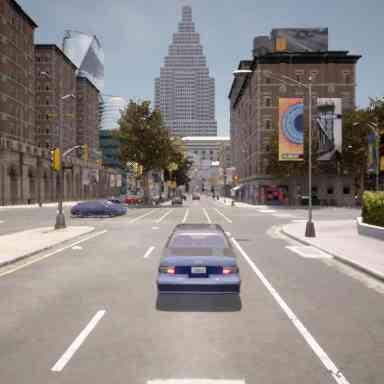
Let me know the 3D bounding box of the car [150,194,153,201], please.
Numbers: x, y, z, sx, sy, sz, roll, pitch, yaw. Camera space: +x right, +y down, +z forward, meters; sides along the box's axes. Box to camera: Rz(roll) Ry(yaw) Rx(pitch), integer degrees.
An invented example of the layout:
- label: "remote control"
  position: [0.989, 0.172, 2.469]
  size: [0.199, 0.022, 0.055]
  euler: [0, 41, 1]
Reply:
- label: "car"
  position: [-10.511, 1.355, 79.611]
  size: [2.097, 1.767, 4.553]
  euler: [0, 0, 1]

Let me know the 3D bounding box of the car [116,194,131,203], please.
- label: "car"
  position: [-14.149, 1.355, 68.752]
  size: [2.097, 1.767, 4.553]
  euler: [0, 0, 1]

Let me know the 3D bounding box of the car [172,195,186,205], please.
- label: "car"
  position: [-2.622, 1.547, 59.909]
  size: [2.033, 1.411, 5.357]
  euler: [0, 0, 1]

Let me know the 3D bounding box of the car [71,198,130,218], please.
- label: "car"
  position: [-8.194, 1.526, 29.198]
  size: [4.674, 1.442, 1.812]
  euler: [0, 0, 0]

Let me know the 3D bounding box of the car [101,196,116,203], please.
- label: "car"
  position: [-17.385, 1.595, 69.799]
  size: [1.895, 1.301, 4.718]
  euler: [0, 0, 1]

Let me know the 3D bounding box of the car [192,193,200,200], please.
- label: "car"
  position: [1.121, 1.350, 89.984]
  size: [2.097, 1.767, 4.553]
  euler: [0, 0, 1]

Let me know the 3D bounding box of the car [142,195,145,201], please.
- label: "car"
  position: [-10.638, 1.500, 69.623]
  size: [1.837, 1.490, 4.892]
  euler: [0, 0, 1]

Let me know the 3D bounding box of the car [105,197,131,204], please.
- label: "car"
  position: [-8.937, 1.491, 32.702]
  size: [4.902, 1.511, 2.128]
  euler: [0, 0, 0]

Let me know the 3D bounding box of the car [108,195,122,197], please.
- label: "car"
  position: [-14.349, 1.601, 58.646]
  size: [1.895, 1.301, 4.718]
  euler: [0, 0, 1]

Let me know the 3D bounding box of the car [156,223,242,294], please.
- label: "car"
  position: [0.172, 1.547, 8.905]
  size: [2.033, 1.411, 5.357]
  euler: [0, 0, 1]

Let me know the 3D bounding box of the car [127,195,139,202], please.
- label: "car"
  position: [-14.021, 1.478, 78.851]
  size: [1.882, 1.535, 5.008]
  euler: [0, 0, 1]

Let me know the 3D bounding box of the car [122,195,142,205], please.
- label: "car"
  position: [-10.830, 1.478, 59.827]
  size: [1.882, 1.535, 5.008]
  euler: [0, 0, 1]
